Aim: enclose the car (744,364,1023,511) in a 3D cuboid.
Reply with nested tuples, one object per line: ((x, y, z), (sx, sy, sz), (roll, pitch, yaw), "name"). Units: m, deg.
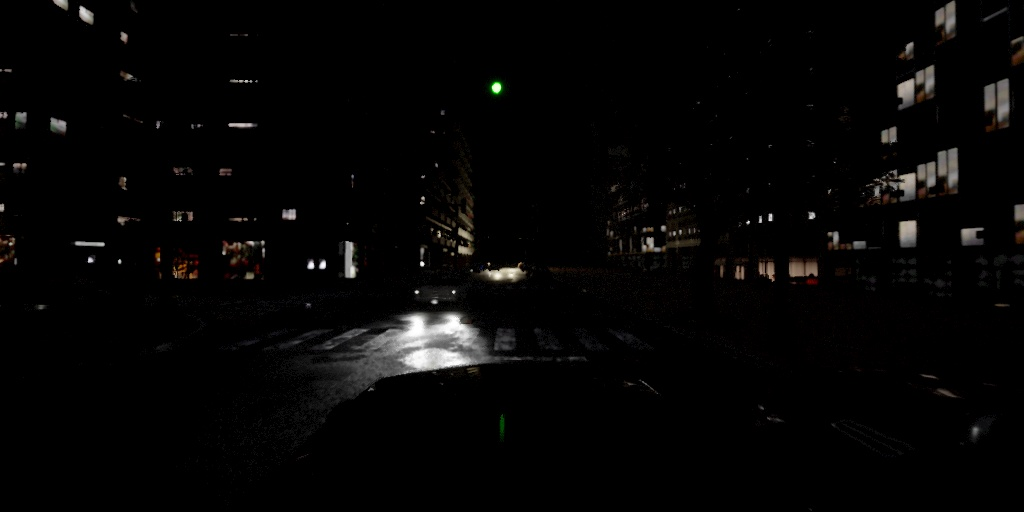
((2.696, 1.049, 0.492), (2.192, 1.841, 5.009), (0, 0, 0), "car")

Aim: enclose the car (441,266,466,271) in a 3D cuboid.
((-5.747, 1.696, 32.860), (2.007, 1.370, 4.403), (0, 0, 0), "car")

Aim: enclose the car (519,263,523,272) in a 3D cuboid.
((2.579, 2.098, 60.537), (1.802, 1.307, 4.207), (0, 0, 0), "car")

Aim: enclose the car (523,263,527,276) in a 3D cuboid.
((2.611, 1.816, 44.111), (1.751, 1.417, 4.829), (0, 0, 0), "car")

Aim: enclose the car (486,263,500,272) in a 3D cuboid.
((-3.117, 1.977, 62.920), (1.837, 1.490, 4.892), (0, -1, 0), "car")

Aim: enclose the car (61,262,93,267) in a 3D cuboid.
((-27.658, 1.083, 21.675), (4.097, 1.591, 1.967), (0, 0, -1), "car")

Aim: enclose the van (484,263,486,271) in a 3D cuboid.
((-5.801, 1.857, 60.521), (1.690, 1.789, 3.998), (0, 0, 0), "van")

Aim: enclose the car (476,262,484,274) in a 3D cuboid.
((-5.790, 1.881, 54.989), (1.967, 1.591, 4.097), (0, 0, 0), "car")

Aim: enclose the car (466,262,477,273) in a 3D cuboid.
((-5.769, 1.842, 43.925), (2.007, 1.370, 4.403), (0, 0, 0), "car")

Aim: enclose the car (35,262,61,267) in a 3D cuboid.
((-24.001, 1.107, 15.936), (4.902, 1.511, 2.128), (1, -1, -1), "car")

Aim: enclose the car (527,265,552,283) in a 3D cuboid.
((2.633, 1.690, 32.877), (1.888, 1.381, 4.507), (0, 0, 0), "car")

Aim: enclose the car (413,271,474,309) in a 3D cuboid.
((-3.026, 1.532, 16.267), (1.895, 1.301, 4.718), (0, -1, 0), "car")

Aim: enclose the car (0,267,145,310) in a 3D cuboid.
((-16.455, 1.237, 13.428), (4.403, 1.370, 2.007), (0, 0, -1), "car")
